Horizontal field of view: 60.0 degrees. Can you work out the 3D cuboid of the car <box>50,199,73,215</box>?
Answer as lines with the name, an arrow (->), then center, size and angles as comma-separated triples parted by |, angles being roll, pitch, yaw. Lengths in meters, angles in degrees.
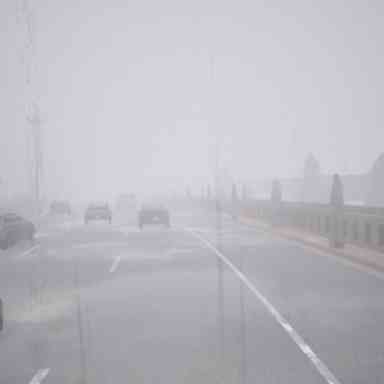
car -> -13.172, 1.459, 33.619 | 1.882, 1.535, 5.008 | 0, 0, -17

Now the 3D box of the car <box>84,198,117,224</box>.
car -> -6.935, 1.457, 24.774 | 2.128, 1.511, 4.902 | 0, 0, -15

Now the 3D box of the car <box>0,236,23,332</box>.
car -> -3.633, 1.510, 2.962 | 1.837, 1.490, 4.892 | 0, 0, -2

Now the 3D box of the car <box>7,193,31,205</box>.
car -> -26.622, 1.248, 51.966 | 2.150, 2.045, 5.566 | 0, 0, -17

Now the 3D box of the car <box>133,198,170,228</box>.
car -> -2.694, 1.425, 22.194 | 1.882, 1.535, 5.008 | 0, 0, -12

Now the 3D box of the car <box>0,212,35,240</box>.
car -> -8.289, 1.563, 14.290 | 1.994, 1.385, 4.181 | 0, 0, -9

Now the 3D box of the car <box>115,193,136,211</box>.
car -> -8.127, 1.151, 40.845 | 2.150, 2.045, 5.566 | 0, 0, -18

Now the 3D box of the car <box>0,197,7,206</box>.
car -> -31.137, 1.544, 54.564 | 2.128, 1.511, 4.902 | 0, 0, -17
